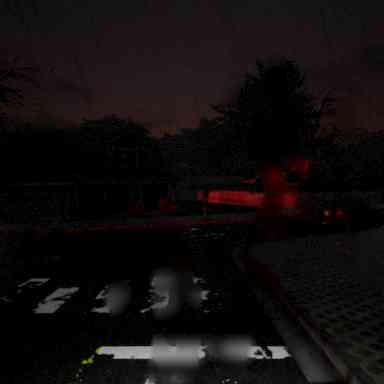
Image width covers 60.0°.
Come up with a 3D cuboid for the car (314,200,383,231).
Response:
[{"bbox_3d":[9.750,1.266,20.605,4.553,1.767,2.097,-1,3,-30],"label":"car"}]
